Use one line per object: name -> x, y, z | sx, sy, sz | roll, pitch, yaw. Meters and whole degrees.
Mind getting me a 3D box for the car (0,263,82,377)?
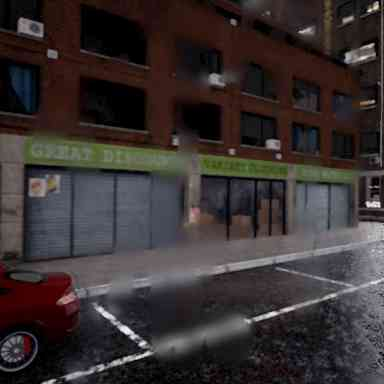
car -> -3.533, 1.580, 4.028 | 4.206, 1.307, 1.802 | 0, 1, -35
